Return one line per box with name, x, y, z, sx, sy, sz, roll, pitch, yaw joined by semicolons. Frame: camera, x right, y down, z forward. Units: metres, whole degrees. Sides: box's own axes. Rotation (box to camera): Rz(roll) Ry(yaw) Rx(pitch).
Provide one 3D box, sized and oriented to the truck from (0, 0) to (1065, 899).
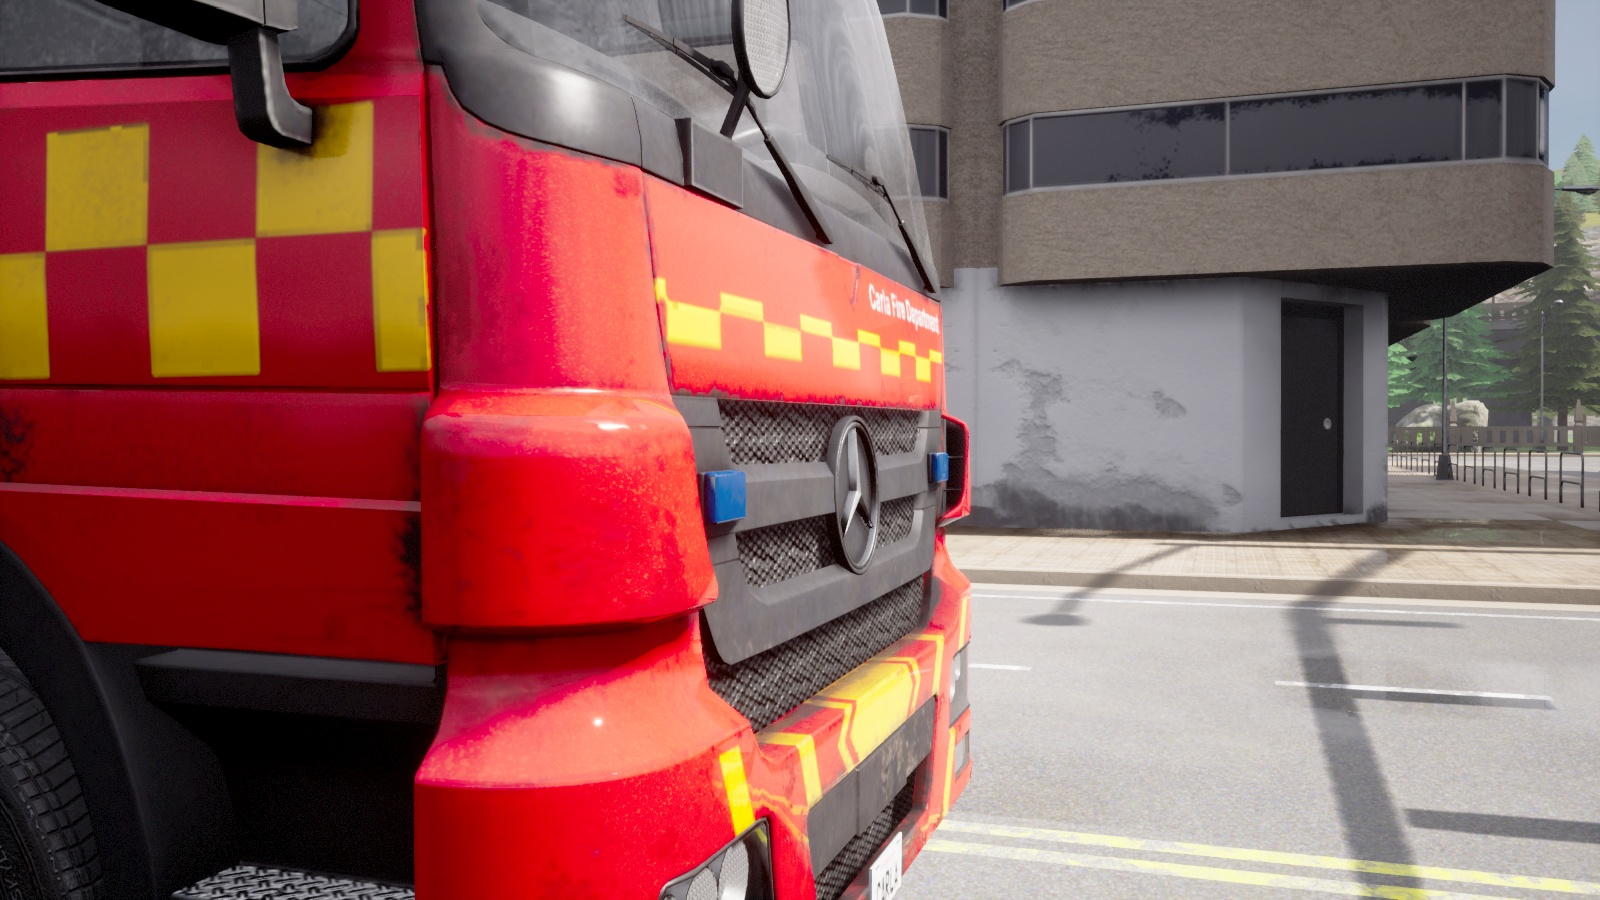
truck;-3.556;-0.422;4.371;8.468;3.827;2.891;1;1;19
